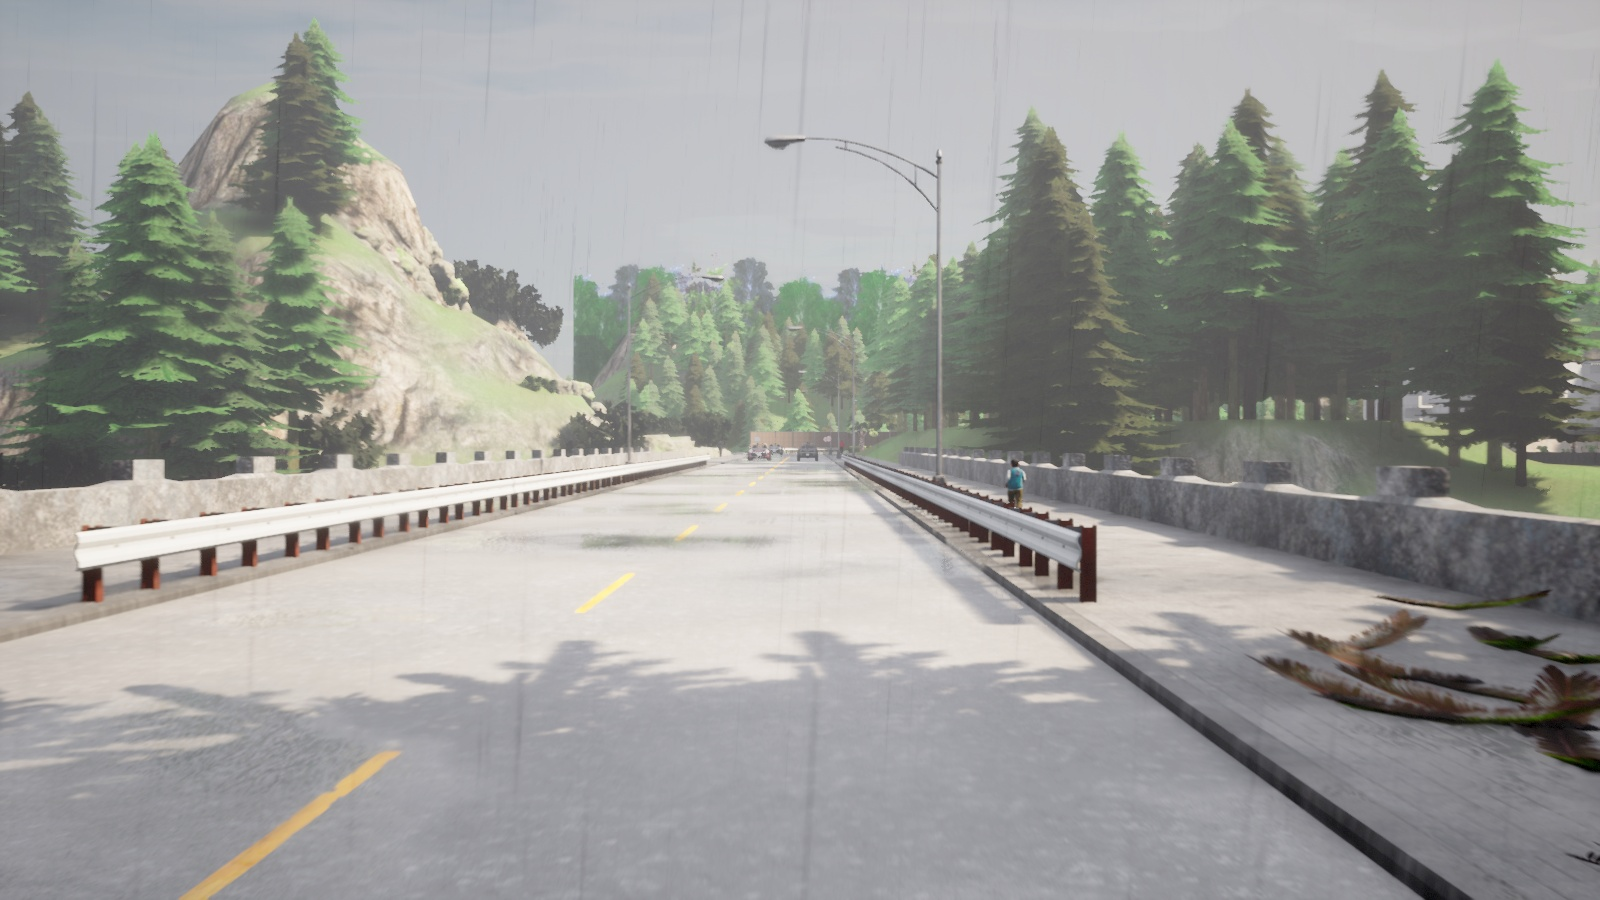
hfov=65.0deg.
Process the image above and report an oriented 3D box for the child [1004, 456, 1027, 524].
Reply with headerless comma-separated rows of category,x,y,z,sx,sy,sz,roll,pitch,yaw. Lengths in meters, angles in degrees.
child,3.860,0.713,22.501,0.343,1.192,0.448,0,0,2
